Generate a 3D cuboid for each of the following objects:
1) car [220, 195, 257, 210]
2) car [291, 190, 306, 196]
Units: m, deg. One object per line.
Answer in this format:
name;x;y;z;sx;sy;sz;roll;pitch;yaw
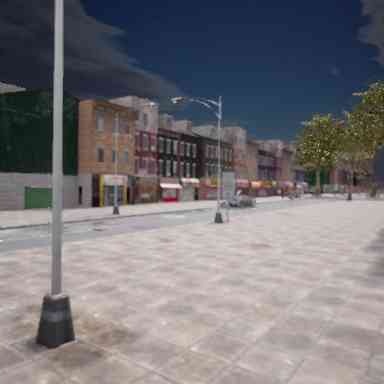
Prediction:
car;4.841;0.988;34.112;2.033;1.411;5.357;1;1;36
car;13.987;0.472;46.761;1.895;1.301;4.718;1;1;35
